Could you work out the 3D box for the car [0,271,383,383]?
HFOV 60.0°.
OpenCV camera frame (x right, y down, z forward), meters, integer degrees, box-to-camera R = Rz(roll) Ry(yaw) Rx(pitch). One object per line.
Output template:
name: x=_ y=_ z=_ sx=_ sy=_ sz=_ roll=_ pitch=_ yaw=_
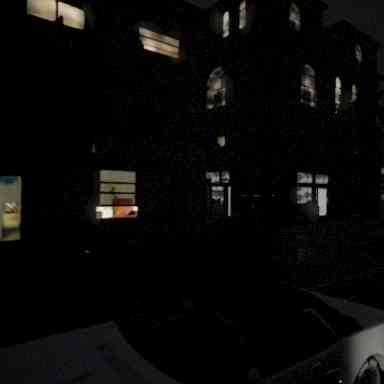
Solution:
car: x=0.086 y=1.602 z=3.167 sx=4.718 sy=1.301 sz=1.895 roll=0 pitch=0 yaw=-36
